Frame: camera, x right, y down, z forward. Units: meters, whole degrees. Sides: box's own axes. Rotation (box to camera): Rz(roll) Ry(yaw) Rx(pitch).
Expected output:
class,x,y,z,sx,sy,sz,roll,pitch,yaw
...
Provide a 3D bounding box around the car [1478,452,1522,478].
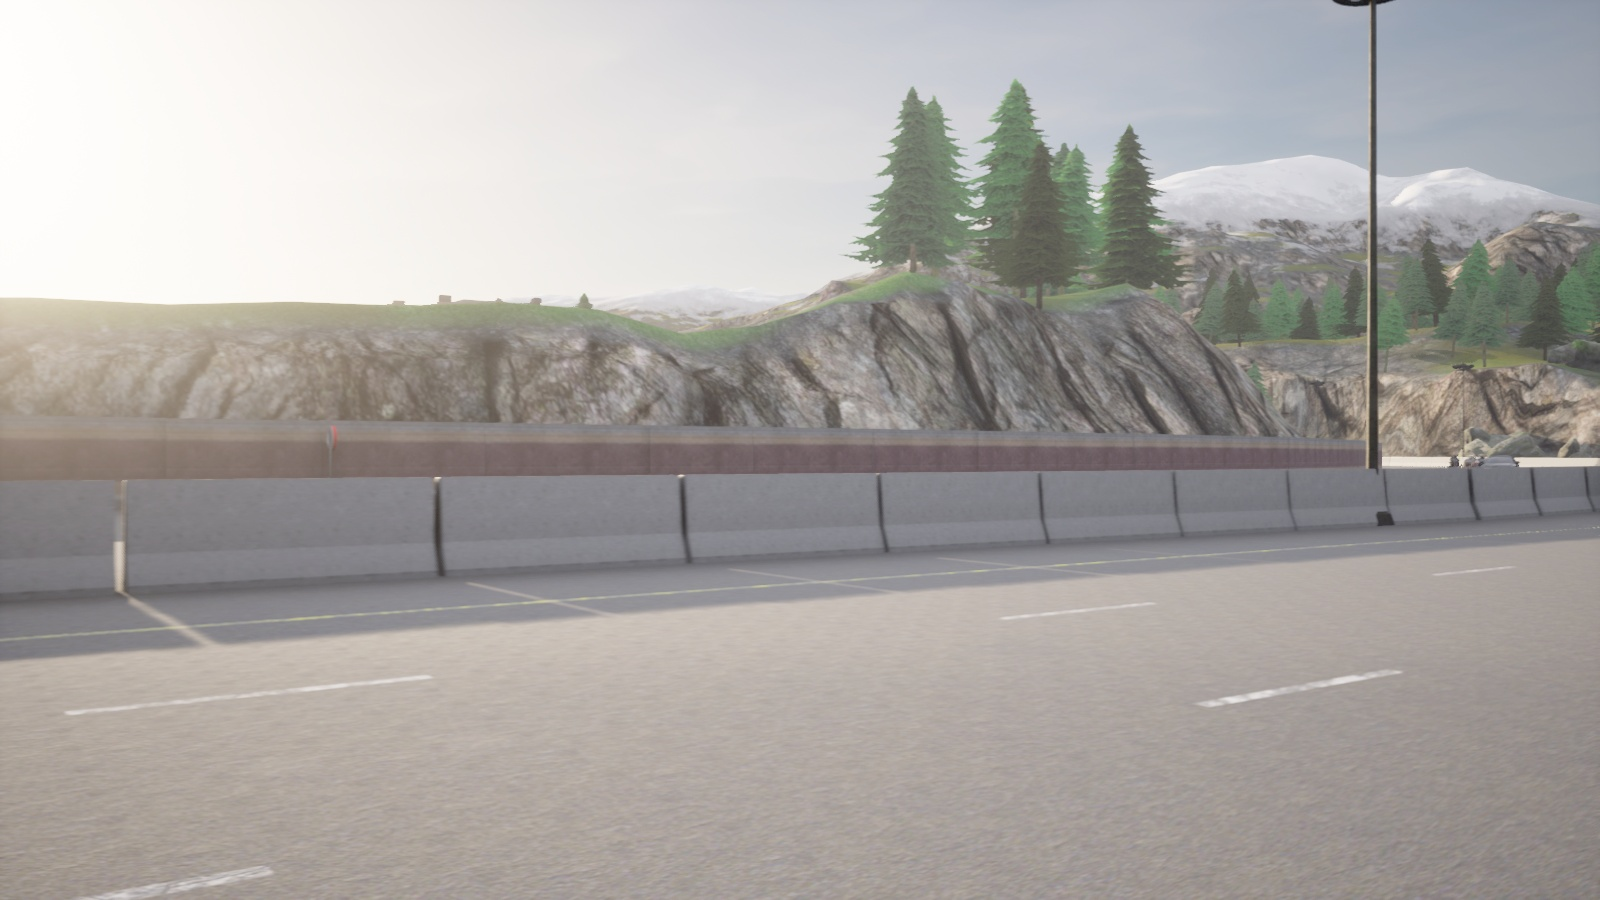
class,x,y,z,sx,sy,sz,roll,pitch,yaw
car,40.508,0.863,72.658,1.812,1.442,4.674,0,0,34
